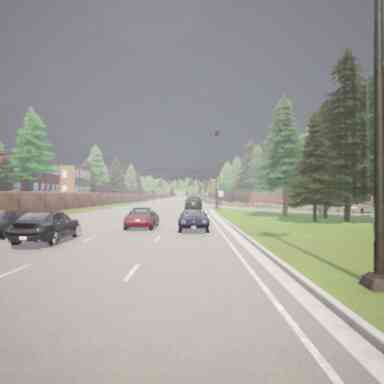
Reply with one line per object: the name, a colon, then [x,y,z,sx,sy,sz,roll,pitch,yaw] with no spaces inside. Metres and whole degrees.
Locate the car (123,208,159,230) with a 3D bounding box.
car: [-3.391,1.756,22.807,1.994,1.385,4.181,0,0,0]

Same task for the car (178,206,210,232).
car: [0.109,1.781,21.447,1.895,1.301,4.718,0,0,0]

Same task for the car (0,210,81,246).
car: [-6.894,1.641,15.994,1.837,1.490,4.892,0,0,0]

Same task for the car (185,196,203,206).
car: [0.226,1.581,42.763,2.150,2.045,5.566,0,0,1]
